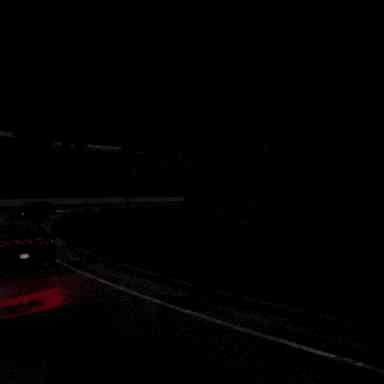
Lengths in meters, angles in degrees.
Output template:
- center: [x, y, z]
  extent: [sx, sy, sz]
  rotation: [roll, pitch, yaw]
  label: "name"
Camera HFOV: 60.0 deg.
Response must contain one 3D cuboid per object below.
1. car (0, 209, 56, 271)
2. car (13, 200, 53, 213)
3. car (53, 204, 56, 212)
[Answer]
- center: [-5.895, 1.516, 10.538]
  extent: [1.882, 1.535, 5.008]
  rotation: [0, 0, -39]
  label: "car"
- center: [-13.803, 1.585, 28.717]
  extent: [1.882, 1.535, 5.008]
  rotation: [0, 0, -10]
  label: "car"
- center: [-17.678, 1.674, 38.987]
  extent: [1.812, 1.442, 4.674]
  rotation: [0, 0, 3]
  label: "car"
